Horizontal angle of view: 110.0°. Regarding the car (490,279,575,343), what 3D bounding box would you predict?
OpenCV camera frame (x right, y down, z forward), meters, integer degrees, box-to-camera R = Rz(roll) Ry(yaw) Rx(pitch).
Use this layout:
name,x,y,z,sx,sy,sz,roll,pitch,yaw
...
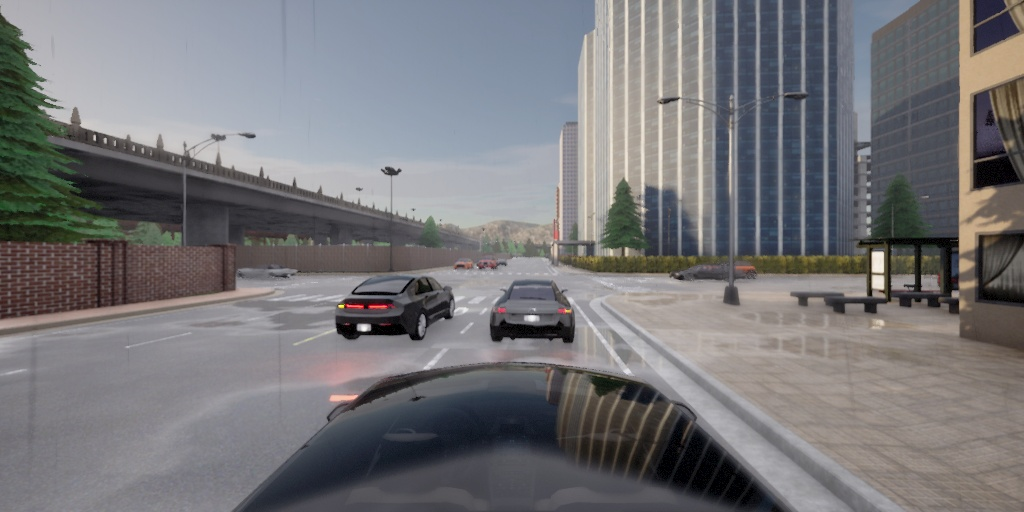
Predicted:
name,x,y,z,sx,sy,sz,roll,pitch,yaw
car,0.582,1.317,9.731,1.994,1.385,4.181,0,0,4

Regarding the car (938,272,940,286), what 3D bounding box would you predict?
name,x,y,z,sx,sy,sz,roll,pitch,yaw
car,27.872,1.292,20.623,5.008,1.535,1.882,0,0,4

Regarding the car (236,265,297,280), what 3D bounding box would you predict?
name,x,y,z,sx,sy,sz,roll,pitch,yaw
car,-21.797,1.416,31.636,4.718,1.301,1.895,0,0,4

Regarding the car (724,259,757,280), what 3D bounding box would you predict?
name,x,y,z,sx,sy,sz,roll,pitch,yaw
car,19.086,1.170,32.009,4.553,1.767,2.097,0,0,4

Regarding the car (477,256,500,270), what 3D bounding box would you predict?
name,x,y,z,sx,sy,sz,roll,pitch,yaw
car,-3.468,0.990,52.080,2.150,2.045,5.566,0,0,4

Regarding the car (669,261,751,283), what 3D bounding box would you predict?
name,x,y,z,sx,sy,sz,roll,pitch,yaw
car,15.598,1.364,28.765,5.357,1.411,2.033,0,0,4

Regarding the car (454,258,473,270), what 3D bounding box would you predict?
name,x,y,z,sx,sy,sz,roll,pitch,yaw
car,-6.984,1.120,51.955,2.097,1.767,4.553,0,0,4

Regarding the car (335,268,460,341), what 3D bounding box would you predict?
name,x,y,z,sx,sy,sz,roll,pitch,yaw
car,-2.918,1.258,9.937,1.837,1.490,4.892,0,0,4
